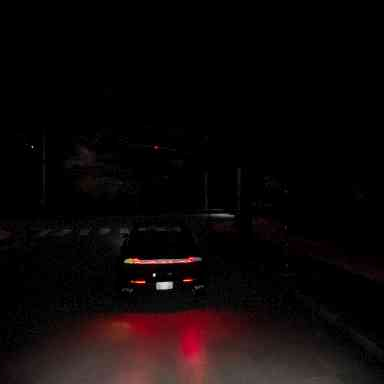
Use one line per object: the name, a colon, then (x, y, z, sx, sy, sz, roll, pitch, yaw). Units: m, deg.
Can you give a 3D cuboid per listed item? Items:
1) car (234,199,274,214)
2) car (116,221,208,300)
car: (6.258, 1.368, 30.838, 4.674, 1.442, 1.812, 0, 0, -12)
car: (-0.841, 1.492, 8.461, 2.128, 1.511, 4.902, 0, 0, -8)
